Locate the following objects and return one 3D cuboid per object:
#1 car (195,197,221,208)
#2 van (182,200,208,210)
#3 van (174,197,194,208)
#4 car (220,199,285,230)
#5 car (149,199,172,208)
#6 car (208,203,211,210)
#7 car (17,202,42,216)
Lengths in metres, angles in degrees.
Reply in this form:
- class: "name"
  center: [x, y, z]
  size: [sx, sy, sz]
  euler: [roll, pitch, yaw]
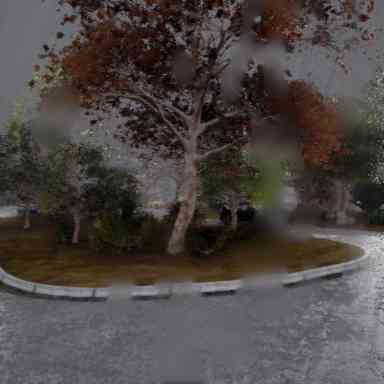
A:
- class: "car"
  center: [3.358, 2.210, 71.032]
  size: [2.435, 2.045, 5.566]
  euler: [2, -1, -36]
- class: "van"
  center: [0.034, 1.982, 53.718]
  size: [1.878, 1.987, 4.442]
  euler: [1, -1, -36]
- class: "van"
  center: [-1.617, 2.095, 67.345]
  size: [1.878, 1.987, 4.442]
  euler: [1, -1, -36]
- class: "car"
  center: [4.522, 1.828, 25.685]
  size: [2.150, 2.045, 5.566]
  euler: [3, -2, -35]
- class: "car"
  center: [-6.634, 2.213, 64.117]
  size: [1.946, 1.575, 5.366]
  euler: [1, -1, -36]
- class: "car"
  center: [2.477, 2.248, 55.099]
  size: [1.946, 1.575, 5.366]
  euler: [1, -1, -36]
- class: "car"
  center: [-19.364, 1.980, 39.638]
  size: [2.185, 1.767, 4.553]
  euler: [0, 0, -35]
